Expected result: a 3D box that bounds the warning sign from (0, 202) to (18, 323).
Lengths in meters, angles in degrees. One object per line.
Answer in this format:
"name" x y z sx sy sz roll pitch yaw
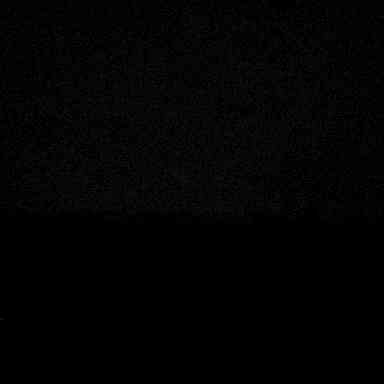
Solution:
"warning sign" -3.687 1.138 5.167 1.060 1.860 1.300 -3 0 35
